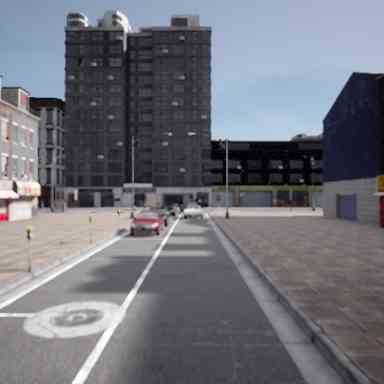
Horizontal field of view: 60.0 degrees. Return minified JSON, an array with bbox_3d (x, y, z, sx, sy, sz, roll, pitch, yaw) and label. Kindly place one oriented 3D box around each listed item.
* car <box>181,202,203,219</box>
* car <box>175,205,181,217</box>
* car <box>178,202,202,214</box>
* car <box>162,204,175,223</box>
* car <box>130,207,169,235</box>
[{"bbox_3d":[0.143,1.943,33.012,1.895,1.301,4.718,0,-1,0],"label":"car"},{"bbox_3d":[-2.574,1.941,36.331,1.947,1.339,4.313,0,-1,0],"label":"car"},{"bbox_3d":[-0.353,1.999,43.498,2.033,1.411,5.357,0,-1,-13],"label":"car"},{"bbox_3d":[-2.594,1.829,25.427,1.947,1.339,4.313,0,-1,0],"label":"car"},{"bbox_3d":[-2.604,1.789,19.975,1.802,1.307,4.206,0,-1,0],"label":"car"}]
